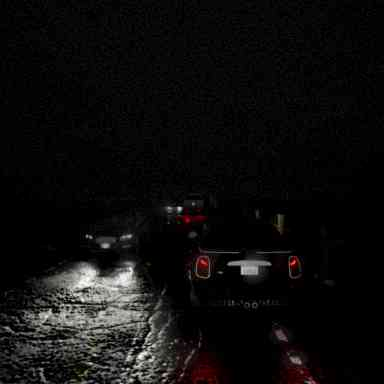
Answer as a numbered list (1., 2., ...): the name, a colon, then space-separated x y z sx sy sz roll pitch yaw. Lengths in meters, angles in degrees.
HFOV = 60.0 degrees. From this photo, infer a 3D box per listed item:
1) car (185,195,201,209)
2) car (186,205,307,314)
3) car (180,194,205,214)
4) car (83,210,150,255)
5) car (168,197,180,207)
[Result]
1. car: 0.133 1.364 46.319 2.097 1.767 4.553 0 0 0
2. car: 0.981 1.349 7.760 2.097 1.767 4.553 0 0 0
3. car: 0.167 1.226 35.822 2.150 2.045 5.566 0 0 0
4. car: -2.818 1.489 13.277 2.128 1.511 4.902 0 0 0
5. car: -2.619 1.520 51.075 1.837 1.490 4.892 0 0 0
